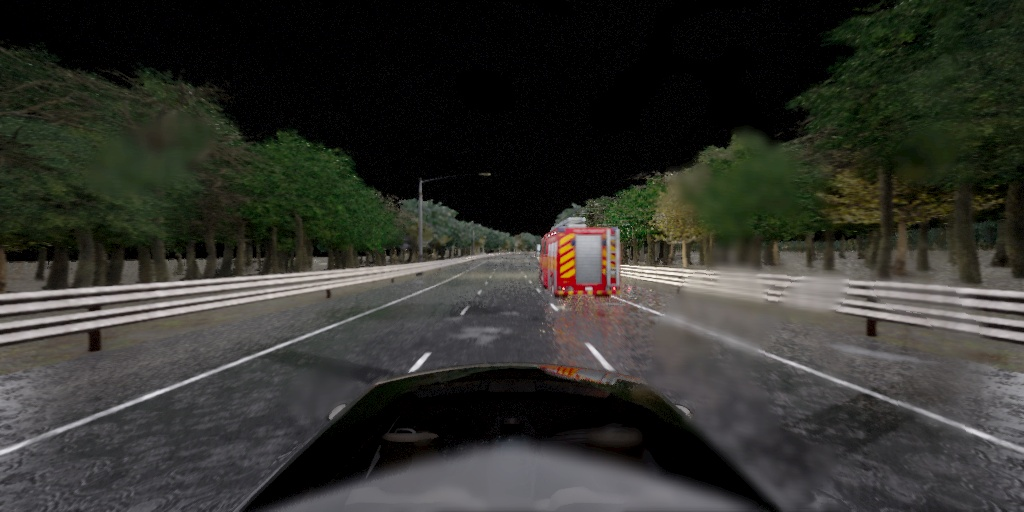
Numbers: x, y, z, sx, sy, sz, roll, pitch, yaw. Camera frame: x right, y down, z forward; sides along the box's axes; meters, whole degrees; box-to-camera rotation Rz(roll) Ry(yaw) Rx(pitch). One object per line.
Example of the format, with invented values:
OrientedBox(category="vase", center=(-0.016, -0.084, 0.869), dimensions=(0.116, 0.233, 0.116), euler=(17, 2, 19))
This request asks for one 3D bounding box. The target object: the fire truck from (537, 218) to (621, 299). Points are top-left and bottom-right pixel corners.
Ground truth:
OrientedBox(category="fire truck", center=(3.350, 0.189, 20.019), dimensions=(2.891, 3.827, 8.468), euler=(0, 0, -1))
